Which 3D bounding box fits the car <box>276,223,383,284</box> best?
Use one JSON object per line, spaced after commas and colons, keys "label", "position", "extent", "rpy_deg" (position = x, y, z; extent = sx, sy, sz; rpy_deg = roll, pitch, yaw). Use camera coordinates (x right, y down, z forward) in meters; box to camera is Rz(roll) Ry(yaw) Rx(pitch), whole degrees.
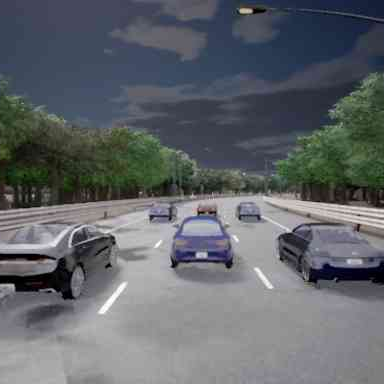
{"label": "car", "position": [3.785, 1.570, 9.642], "extent": [1.994, 1.385, 4.181], "rpy_deg": [0, 0, 1]}

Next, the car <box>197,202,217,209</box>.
{"label": "car", "position": [1.514, 1.610, 32.166], "extent": [1.895, 1.301, 4.718], "rpy_deg": [0, 0, 5]}

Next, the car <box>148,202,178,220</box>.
{"label": "car", "position": [-2.337, 1.552, 27.812], "extent": [2.033, 1.411, 5.357], "rpy_deg": [0, 0, 4]}

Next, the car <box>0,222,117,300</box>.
{"label": "car", "position": [-3.251, 1.490, 8.356], "extent": [2.128, 1.511, 4.902], "rpy_deg": [0, 0, 1]}

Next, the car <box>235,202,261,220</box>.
{"label": "car", "position": [4.719, 1.560, 28.375], "extent": [2.033, 1.411, 5.357], "rpy_deg": [0, 0, 4]}

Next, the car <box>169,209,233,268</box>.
{"label": "car", "position": [0.325, 1.529, 11.227], "extent": [1.812, 1.442, 4.674], "rpy_deg": [0, 0, 2]}
